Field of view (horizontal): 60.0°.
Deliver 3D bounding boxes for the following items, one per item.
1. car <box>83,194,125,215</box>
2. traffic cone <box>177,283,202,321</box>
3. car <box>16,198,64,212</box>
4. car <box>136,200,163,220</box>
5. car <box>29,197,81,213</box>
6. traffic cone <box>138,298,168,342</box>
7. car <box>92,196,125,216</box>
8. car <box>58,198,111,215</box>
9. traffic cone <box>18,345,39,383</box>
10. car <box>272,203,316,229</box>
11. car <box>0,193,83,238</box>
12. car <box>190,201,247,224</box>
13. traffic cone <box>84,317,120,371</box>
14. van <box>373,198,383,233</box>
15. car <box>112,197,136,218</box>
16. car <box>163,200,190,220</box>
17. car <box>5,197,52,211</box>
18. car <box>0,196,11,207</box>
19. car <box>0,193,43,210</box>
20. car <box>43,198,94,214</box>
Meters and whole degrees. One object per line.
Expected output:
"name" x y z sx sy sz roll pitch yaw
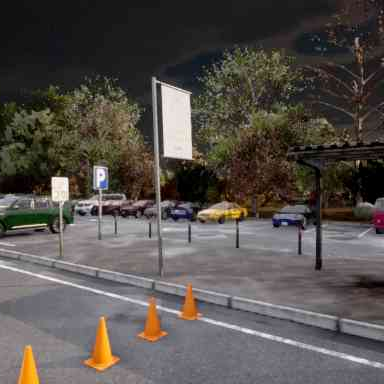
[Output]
"car" -8.905 1.211 33.278 2.435 2.045 5.566 0 0 35
"traffic cone" -0.042 1.957 6.036 0.340 0.580 0.340 0 0 36
"car" -17.987 1.468 39.663 2.163 1.488 4.792 0 0 35
"car" -2.072 1.473 28.518 2.231 1.521 4.892 0 0 35
"car" -15.596 1.444 38.243 1.946 1.575 5.366 0 0 35
"traffic cone" -0.617 1.957 5.220 0.340 0.580 0.340 0 0 35
"car" -6.615 1.466 31.710 2.097 1.535 5.008 0 0 35
"car" -11.162 1.461 34.893 2.231 1.521 4.892 0 0 35
"traffic cone" -1.767 1.957 3.587 0.340 0.580 0.340 0 0 35
"car" 6.990 1.513 22.104 2.163 1.488 4.792 0 0 35
"car" -8.903 1.220 17.289 2.435 2.045 5.566 0 0 35
"car" 2.358 1.475 25.169 1.946 1.575 5.366 0 0 35
"traffic cone" -1.192 1.957 4.404 0.340 0.580 0.340 0 0 35
"van" 11.615 1.264 19.031 1.878 1.987 4.442 0 0 35
"car" -4.344 1.469 30.114 2.097 1.535 5.008 0 0 35
"car" 0.211 1.504 26.941 2.163 1.488 4.792 0 0 35
"car" -20.231 1.451 41.311 2.163 1.488 4.792 0 0 35
"car" -29.223 1.332 47.824 1.946 1.575 5.366 1 0 35
"car" -22.532 1.153 42.859 2.435 2.045 5.566 0 0 35
"car" -13.434 1.454 36.491 2.097 1.535 5.008 0 0 35
